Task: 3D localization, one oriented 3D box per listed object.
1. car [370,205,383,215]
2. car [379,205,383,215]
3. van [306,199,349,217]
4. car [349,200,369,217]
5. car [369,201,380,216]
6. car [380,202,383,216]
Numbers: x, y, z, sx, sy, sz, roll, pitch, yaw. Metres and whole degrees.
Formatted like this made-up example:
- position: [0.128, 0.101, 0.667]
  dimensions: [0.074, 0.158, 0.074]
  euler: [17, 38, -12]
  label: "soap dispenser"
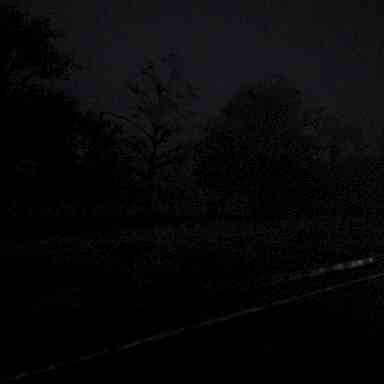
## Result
- position: [29.393, 2.726, 49.261]
  dimensions: [2.097, 1.535, 5.008]
  euler: [3, -2, -35]
  label: "car"
- position: [31.750, 2.843, 50.939]
  dimensions: [2.097, 1.535, 5.008]
  euler: [3, -2, -35]
  label: "car"
- position: [15.805, 1.856, 39.736]
  dimensions: [1.878, 1.987, 4.442]
  euler: [2, -1, -35]
  label: "van"
- position: [18.213, 1.930, 41.340]
  dimensions: [2.435, 2.045, 5.566]
  euler: [2, -1, -35]
  label: "car"
- position: [20.582, 2.284, 42.766]
  dimensions: [1.946, 1.575, 5.366]
  euler: [3, -2, -35]
  label: "car"
- position: [22.731, 2.398, 44.515]
  dimensions: [2.231, 1.521, 4.892]
  euler: [3, -2, -35]
  label: "car"
